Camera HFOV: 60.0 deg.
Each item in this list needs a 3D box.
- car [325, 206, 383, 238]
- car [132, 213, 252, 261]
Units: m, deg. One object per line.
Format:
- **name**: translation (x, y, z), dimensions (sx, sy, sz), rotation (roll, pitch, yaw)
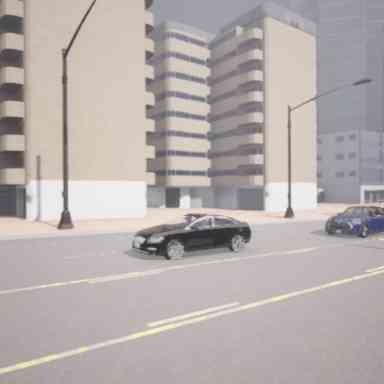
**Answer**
- **car**: translation (9.842, 1.604, 19.475), dimensions (4.553, 1.767, 2.097), rotation (1, -1, -35)
- **car**: translation (0.143, 1.575, 12.685), dimensions (4.902, 1.511, 2.128), rotation (1, -1, -35)
